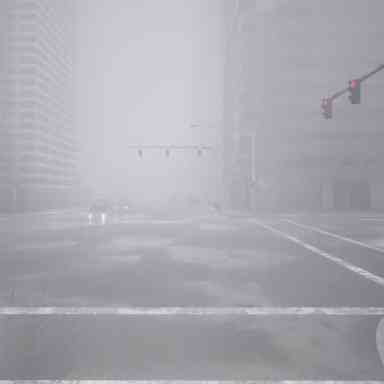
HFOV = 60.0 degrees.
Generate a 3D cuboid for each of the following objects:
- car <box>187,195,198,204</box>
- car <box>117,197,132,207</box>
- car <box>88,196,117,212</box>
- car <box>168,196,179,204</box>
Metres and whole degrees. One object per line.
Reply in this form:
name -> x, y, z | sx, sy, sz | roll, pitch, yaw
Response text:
car -> 0.074, 1.352, 63.510 | 2.097, 1.767, 4.553 | 0, 0, 0
car -> -10.602, 1.526, 52.038 | 1.812, 1.442, 4.674 | 0, 0, 1
car -> -10.617, 1.505, 39.384 | 1.837, 1.490, 4.892 | 0, 0, 0
car -> -3.529, 1.492, 63.182 | 2.128, 1.511, 4.902 | 0, 0, 0
